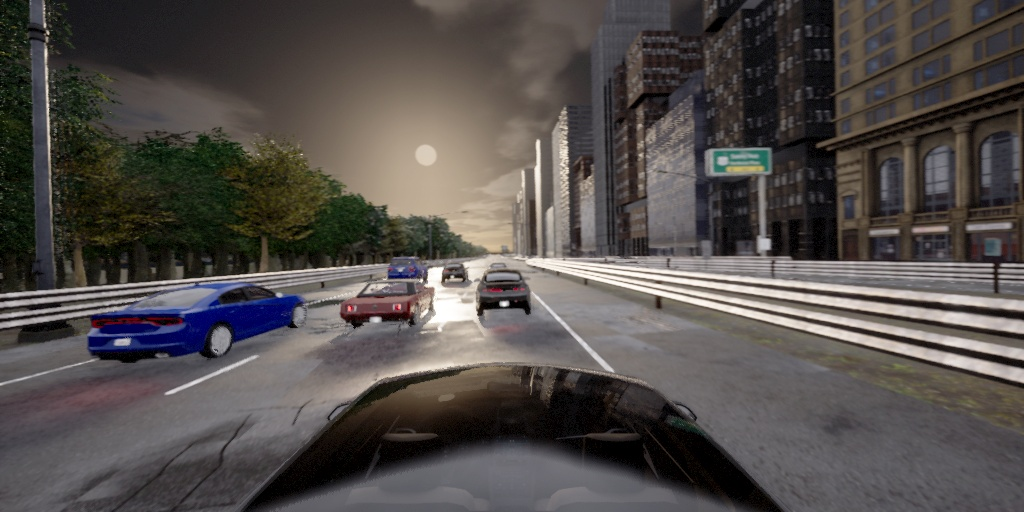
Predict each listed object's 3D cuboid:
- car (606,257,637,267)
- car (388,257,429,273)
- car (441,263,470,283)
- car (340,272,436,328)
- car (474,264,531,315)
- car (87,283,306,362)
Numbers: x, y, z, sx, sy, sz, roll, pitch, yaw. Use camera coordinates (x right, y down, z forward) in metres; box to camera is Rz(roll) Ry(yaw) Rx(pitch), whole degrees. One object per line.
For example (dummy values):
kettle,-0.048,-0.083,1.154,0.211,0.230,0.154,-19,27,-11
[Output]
car,14.431,0.836,47.616,1.882,1.535,5.008,-2,0,-21
car,-8.053,1.118,28.133,2.150,2.045,5.566,-2,0,-3
car,-4.593,1.304,29.238,1.837,1.490,4.892,-2,0,-3
car,-3.781,1.423,11.874,1.895,1.301,4.718,-2,0,-3
car,-0.359,1.229,13.541,1.837,1.490,4.892,-2,0,-3
car,-7.150,1.401,8.945,1.882,1.535,5.008,-2,0,-3
